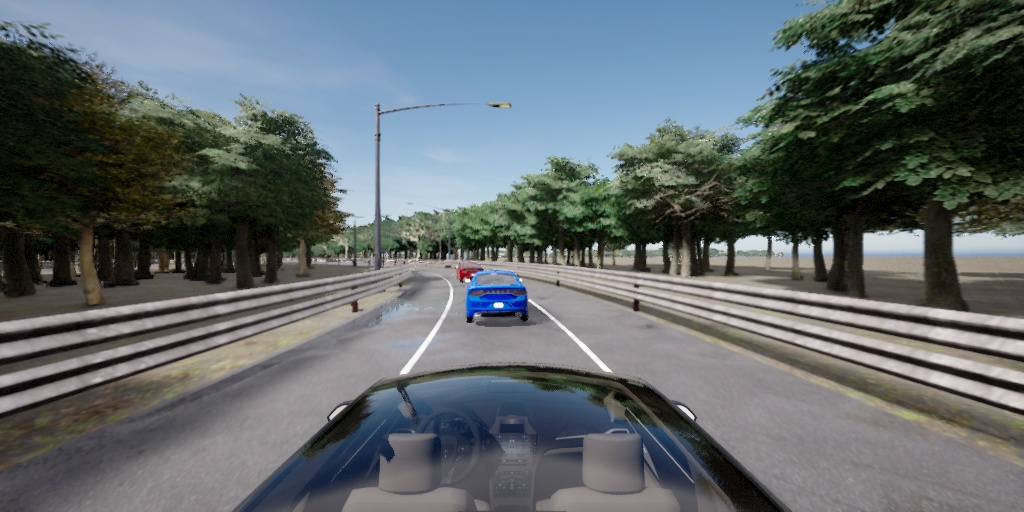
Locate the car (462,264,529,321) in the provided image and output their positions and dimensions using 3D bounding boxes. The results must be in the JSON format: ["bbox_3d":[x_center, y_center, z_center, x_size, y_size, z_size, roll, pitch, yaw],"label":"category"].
[{"bbox_3d":[-0.610,1.222,12.468,1.882,1.535,5.008,0,0,-5],"label":"car"}]

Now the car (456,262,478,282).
[{"bbox_3d":[-3.439,1.231,28.877,1.882,1.535,5.008,0,0,-13],"label":"car"}]
